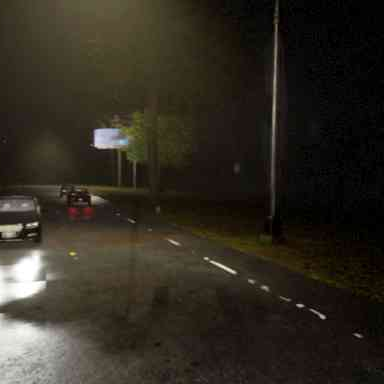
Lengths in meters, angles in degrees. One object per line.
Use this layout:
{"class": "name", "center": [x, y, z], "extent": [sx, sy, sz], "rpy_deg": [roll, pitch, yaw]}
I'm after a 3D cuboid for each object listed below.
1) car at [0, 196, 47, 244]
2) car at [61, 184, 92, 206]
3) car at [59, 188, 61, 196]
{"class": "car", "center": [-6.540, 0.932, 12.361], "extent": [2.128, 1.511, 4.902], "rpy_deg": [0, 3, -24]}
{"class": "car", "center": [-9.774, 0.292, 28.533], "extent": [2.128, 1.511, 4.902], "rpy_deg": [0, 2, -23]}
{"class": "car", "center": [-14.516, -0.187, 39.135], "extent": [2.033, 1.411, 5.357], "rpy_deg": [0, 3, -23]}
